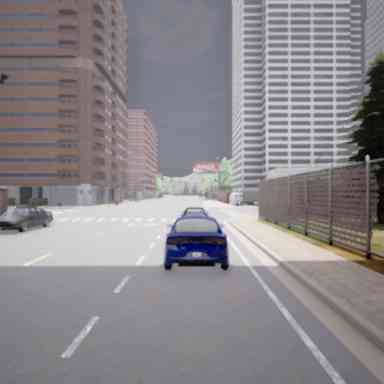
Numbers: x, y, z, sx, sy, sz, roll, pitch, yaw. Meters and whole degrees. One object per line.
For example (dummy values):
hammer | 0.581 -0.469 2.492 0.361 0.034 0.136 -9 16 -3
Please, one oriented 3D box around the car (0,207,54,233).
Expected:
car | -10.450 1.631 20.690 2.033 1.411 5.357 0 0 0

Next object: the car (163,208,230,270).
car | 0.132 1.523 11.245 1.882 1.535 5.008 0 -1 0
